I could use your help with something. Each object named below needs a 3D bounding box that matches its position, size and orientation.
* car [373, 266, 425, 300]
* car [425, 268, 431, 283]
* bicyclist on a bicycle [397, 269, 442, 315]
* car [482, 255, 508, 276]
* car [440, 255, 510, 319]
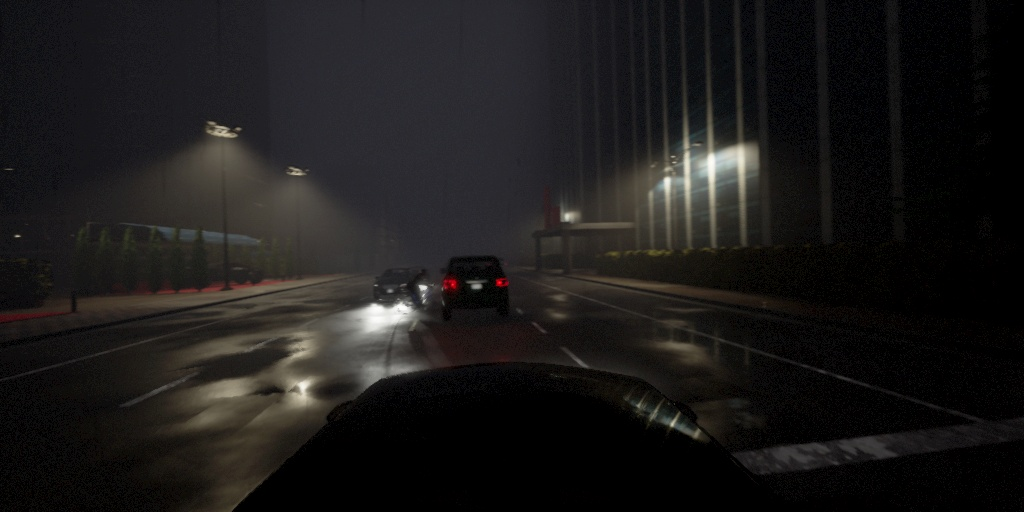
[{"bbox_3d":[-6.207,1.414,19.539,2.128,1.511,4.902,-2,0,-9],"label":"car"},{"bbox_3d":[-7.739,1.524,29.388,1.994,1.385,4.181,-2,0,-9],"label":"car"},{"bbox_3d":[-3.336,1.293,13.033,1.656,1.620,0.582,-3,0,-21],"label":"bicyclist on a bicycle"},{"bbox_3d":[-1.931,0.991,38.589,2.150,2.045,5.566,-2,0,-9],"label":"car"},{"bbox_3d":[-1.452,1.003,13.298,2.150,2.045,5.566,-2,0,-9],"label":"car"}]
